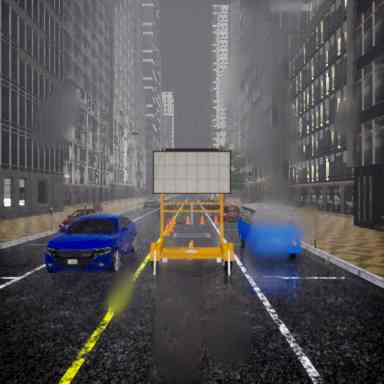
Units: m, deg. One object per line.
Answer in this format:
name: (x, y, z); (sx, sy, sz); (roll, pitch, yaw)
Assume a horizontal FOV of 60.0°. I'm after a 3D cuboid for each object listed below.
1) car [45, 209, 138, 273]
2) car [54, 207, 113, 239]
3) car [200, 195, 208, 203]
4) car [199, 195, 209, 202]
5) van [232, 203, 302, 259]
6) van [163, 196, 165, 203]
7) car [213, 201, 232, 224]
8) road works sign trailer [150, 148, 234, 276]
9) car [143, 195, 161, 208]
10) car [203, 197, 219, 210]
car: (-3.003, 1.475, 10.855); (1.882, 1.535, 5.008); (0, 0, 0)
car: (-5.695, 1.578, 17.962); (1.802, 1.307, 4.206); (0, 0, 0)
car: (2.680, 1.534, 52.116); (2.008, 1.369, 4.403); (0, 0, 0)
car: (2.676, 1.387, 74.885); (1.967, 1.590, 4.097); (0, 0, 0)
van: (2.687, 1.339, 12.269); (1.690, 1.788, 3.998); (0, 0, 0)
van: (-5.701, 1.318, 57.810); (1.690, 1.788, 3.998); (0, 0, 0)
car: (2.685, 1.577, 23.653); (1.802, 1.307, 4.206); (0, 0, 0)
road works sign trailer: (-0.002, 0.462, 10.287); (2.380, 3.560, 2.880); (0, 0, 0)
car: (-5.700, 1.539, 46.425); (2.008, 1.369, 4.403); (0, 0, 0)
car: (2.682, 1.573, 40.731); (1.802, 1.307, 4.206); (0, 0, 0)
